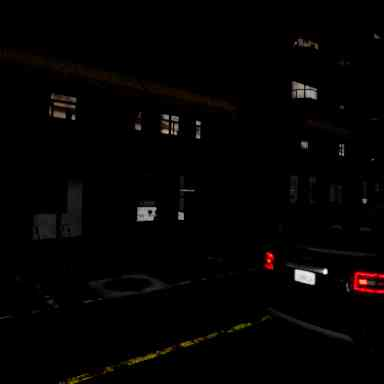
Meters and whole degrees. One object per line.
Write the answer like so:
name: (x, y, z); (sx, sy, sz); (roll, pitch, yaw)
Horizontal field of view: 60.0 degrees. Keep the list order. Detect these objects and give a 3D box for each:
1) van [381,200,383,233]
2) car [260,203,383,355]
van: (12.476, 1.359, 18.678); (3.998, 1.788, 1.690); (0, 1, -35)
car: (3.661, 1.222, 5.895); (5.566, 2.045, 2.150); (0, 0, -35)
